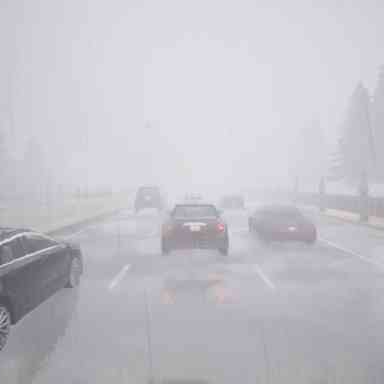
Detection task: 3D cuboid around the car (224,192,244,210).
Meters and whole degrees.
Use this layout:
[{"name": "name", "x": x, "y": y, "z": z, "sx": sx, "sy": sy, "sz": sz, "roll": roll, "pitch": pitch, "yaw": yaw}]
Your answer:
[{"name": "car", "x": 3.579, "y": 0.764, "z": 30.588, "sx": 1.882, "sy": 1.535, "sz": 5.008, "roll": 0, "pitch": 1, "yaw": 0}]

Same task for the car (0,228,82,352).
[{"name": "car", "x": -3.408, "y": 1.356, "z": 5.670, "sx": 2.128, "sy": 1.511, "sz": 4.902, "roll": 0, "pitch": 1, "yaw": 0}]

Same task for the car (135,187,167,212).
[{"name": "car", "x": -3.420, "y": 0.565, "z": 28.125, "sx": 2.150, "sy": 2.045, "sz": 5.566, "roll": 0, "pitch": 1, "yaw": 0}]

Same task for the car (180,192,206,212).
[{"name": "car", "x": 0.079, "y": 0.814, "z": 29.011, "sx": 2.128, "sy": 1.511, "sz": 4.902, "roll": 0, "pitch": 1, "yaw": 0}]

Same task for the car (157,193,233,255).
[{"name": "car", "x": 0.091, "y": 1.066, "z": 12.155, "sx": 2.097, "sy": 1.767, "sz": 4.553, "roll": 0, "pitch": 1, "yaw": 0}]

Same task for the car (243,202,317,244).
[{"name": "car", "x": 3.589, "y": 1.238, "z": 13.877, "sx": 1.994, "sy": 1.385, "sz": 4.181, "roll": 0, "pitch": 1, "yaw": 0}]
